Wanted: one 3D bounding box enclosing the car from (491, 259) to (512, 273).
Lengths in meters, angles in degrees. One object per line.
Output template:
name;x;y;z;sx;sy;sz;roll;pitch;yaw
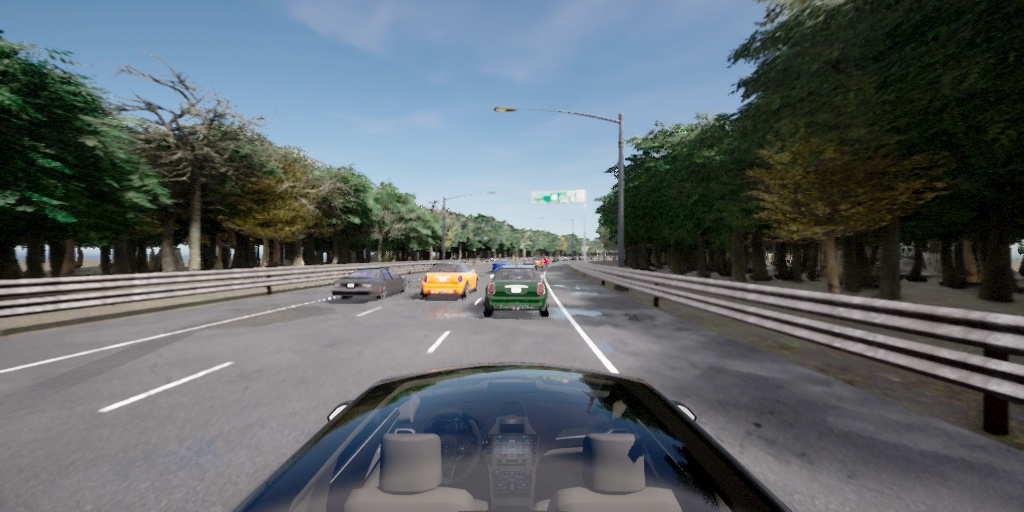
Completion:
car;-1.204;1.213;43.572;1.882;1.535;5.008;0;0;6

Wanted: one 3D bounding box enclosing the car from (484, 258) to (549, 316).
car;0.197;1.101;13.454;2.097;1.767;4.553;0;0;2

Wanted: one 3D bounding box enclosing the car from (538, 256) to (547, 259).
car;4.357;1.083;60.724;2.097;1.767;4.553;0;0;8

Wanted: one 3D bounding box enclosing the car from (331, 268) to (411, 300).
car;-6.617;1.282;17.500;2.033;1.411;5.357;0;0;3

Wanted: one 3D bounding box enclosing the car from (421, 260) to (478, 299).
car;-3.016;1.093;18.231;2.097;1.767;4.553;0;0;2
